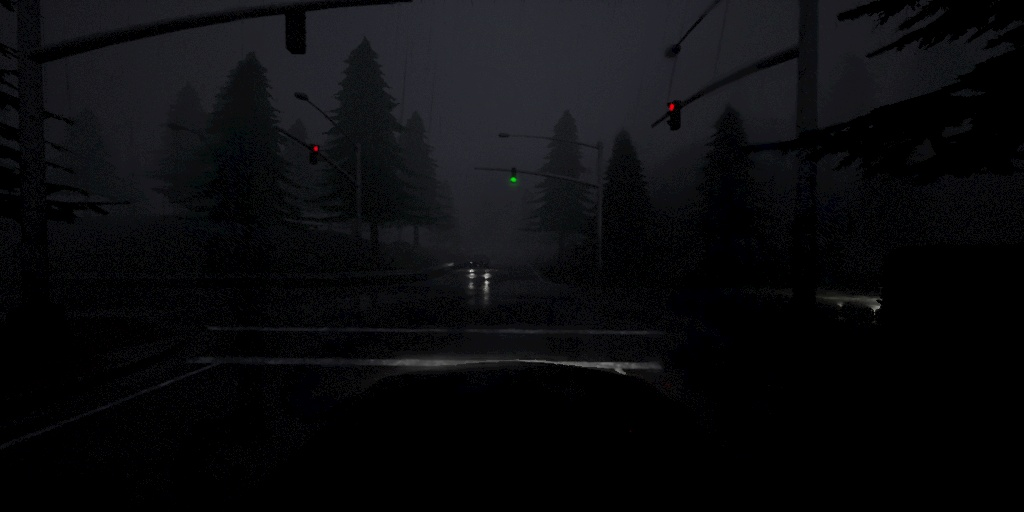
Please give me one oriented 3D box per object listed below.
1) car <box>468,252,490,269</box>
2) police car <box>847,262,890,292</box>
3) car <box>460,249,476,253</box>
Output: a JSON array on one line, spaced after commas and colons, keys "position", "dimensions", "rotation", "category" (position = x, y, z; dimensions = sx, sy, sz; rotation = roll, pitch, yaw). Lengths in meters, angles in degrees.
[{"position": [-3.256, 0.575, 37.021], "dimensions": [1.812, 1.442, 4.674], "rotation": [0, 1, 1], "category": "car"}, {"position": [17.896, 0.878, 15.856], "dimensions": [5.238, 1.638, 1.930], "rotation": [0, 1, 1], "category": "police car"}, {"position": [-7.055, -0.191, 60.510], "dimensions": [2.150, 2.045, 5.566], "rotation": [-1, 1, -40], "category": "car"}]
